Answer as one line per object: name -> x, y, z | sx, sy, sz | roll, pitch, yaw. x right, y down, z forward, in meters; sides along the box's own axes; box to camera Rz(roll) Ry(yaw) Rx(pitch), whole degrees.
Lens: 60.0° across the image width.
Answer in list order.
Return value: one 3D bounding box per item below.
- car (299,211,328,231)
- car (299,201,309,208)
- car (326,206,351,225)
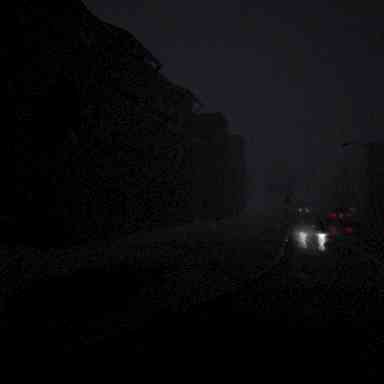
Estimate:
car -> 10.896, 2.704, 30.166 | 1.837, 1.490, 4.892 | -1, -3, 17
car -> 23.143, 2.544, 68.732 | 2.033, 1.411, 5.357 | -1, 1, 17
car -> 16.753, 2.638, 38.125 | 2.150, 2.045, 5.566 | -1, -1, 18
